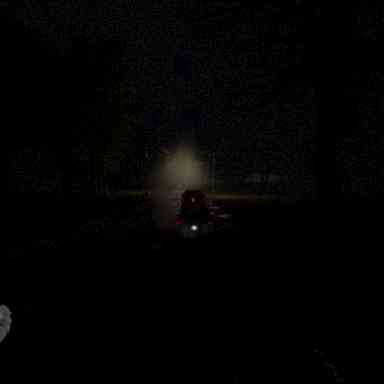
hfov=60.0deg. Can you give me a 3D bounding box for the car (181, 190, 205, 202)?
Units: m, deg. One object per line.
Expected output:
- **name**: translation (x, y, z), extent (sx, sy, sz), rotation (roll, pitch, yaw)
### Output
- **car**: translation (0.104, 0.757, 32.799), extent (2.150, 2.045, 5.566), rotation (0, 1, 0)

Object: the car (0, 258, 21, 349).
- **car**: translation (-3.590, 1.482, 3.289), extent (1.837, 1.490, 4.892), rotation (0, 0, 0)

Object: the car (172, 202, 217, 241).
- **car**: translation (0.097, 1.413, 15.650), extent (1.994, 1.385, 4.181), rotation (0, 1, 0)
